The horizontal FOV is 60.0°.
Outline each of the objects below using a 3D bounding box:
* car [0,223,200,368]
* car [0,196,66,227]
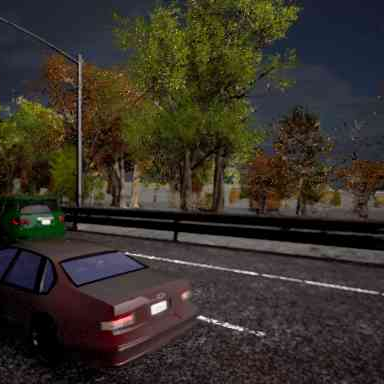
[{"bbox_3d":[-2.464,1.532,5.749,5.357,1.411,2.033,0,0,36],"label":"car"},{"bbox_3d":[-7.473,1.182,13.622,5.566,2.045,2.150,0,0,36],"label":"car"}]
